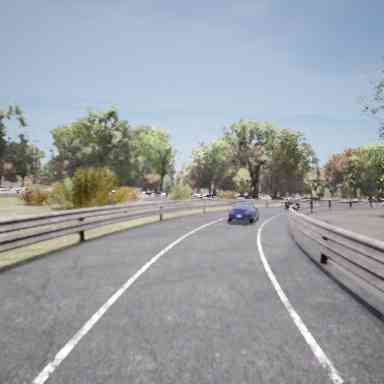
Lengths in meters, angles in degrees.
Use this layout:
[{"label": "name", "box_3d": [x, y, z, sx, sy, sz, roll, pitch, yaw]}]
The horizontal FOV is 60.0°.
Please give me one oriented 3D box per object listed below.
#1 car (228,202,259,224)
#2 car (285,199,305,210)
[{"label": "car", "box_3d": [3.959, 1.521, 25.253, 1.812, 1.442, 4.674, 1, 0, 18]}, {"label": "car", "box_3d": [14.696, 1.773, 47.246, 1.837, 1.490, 4.892, 1, -1, 35]}]
